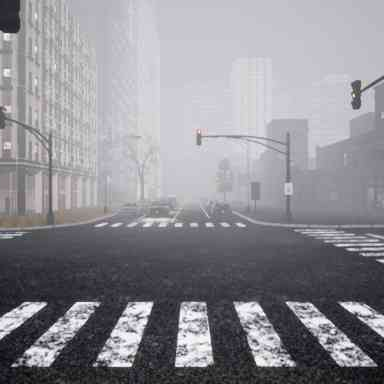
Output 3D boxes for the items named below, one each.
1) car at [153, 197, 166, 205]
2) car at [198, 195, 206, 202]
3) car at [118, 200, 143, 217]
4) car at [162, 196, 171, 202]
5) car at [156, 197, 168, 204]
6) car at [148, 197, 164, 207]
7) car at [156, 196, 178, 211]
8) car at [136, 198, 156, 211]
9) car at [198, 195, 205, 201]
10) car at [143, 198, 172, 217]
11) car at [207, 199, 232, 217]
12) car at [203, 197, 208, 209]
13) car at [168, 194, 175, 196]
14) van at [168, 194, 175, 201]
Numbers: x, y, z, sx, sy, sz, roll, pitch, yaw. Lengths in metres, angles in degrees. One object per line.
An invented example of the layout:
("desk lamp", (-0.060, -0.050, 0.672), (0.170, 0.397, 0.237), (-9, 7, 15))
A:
("car", (-5.717, 1.594, 58.491), (1.947, 1.339, 4.313), (0, 0, 0))
("car", (2.656, 1.600, 75.118), (2.008, 1.369, 4.403), (0, 0, 0))
("car", (-5.704, 1.591, 30.787), (1.802, 1.307, 4.206), (0, 0, 0))
("car", (-5.725, 1.631, 75.114), (1.802, 1.307, 4.206), (0, 0, 0))
("car", (-5.720, 1.600, 64.033), (1.947, 1.339, 4.313), (0, 0, 0))
("car", (-5.714, 1.574, 52.951), (2.008, 1.369, 4.403), (0, 0, 0))
("car", (-3.116, 1.579, 40.931), (1.994, 1.385, 4.181), (0, 0, 0))
("car", (-5.709, 1.541, 41.699), (1.752, 1.417, 4.829), (0, 0, 0))
("car", (2.648, 1.639, 91.741), (1.947, 1.339, 4.313), (0, 0, 0))
("car", (-3.132, 1.573, 30.968), (1.994, 1.385, 4.181), (0, 0, -2))
("car", (2.677, 1.554, 30.791), (1.887, 1.381, 4.507), (0, 0, 0))
("car", (2.672, 1.598, 41.874), (1.802, 1.307, 4.206), (0, 0, 0))
("car", (-3.113, 1.500, 50.914), (1.882, 1.535, 5.008), (0, 0, 0))
("van", (-5.733, 1.414, 91.737), (1.690, 1.788, 3.998), (0, 0, 0))
